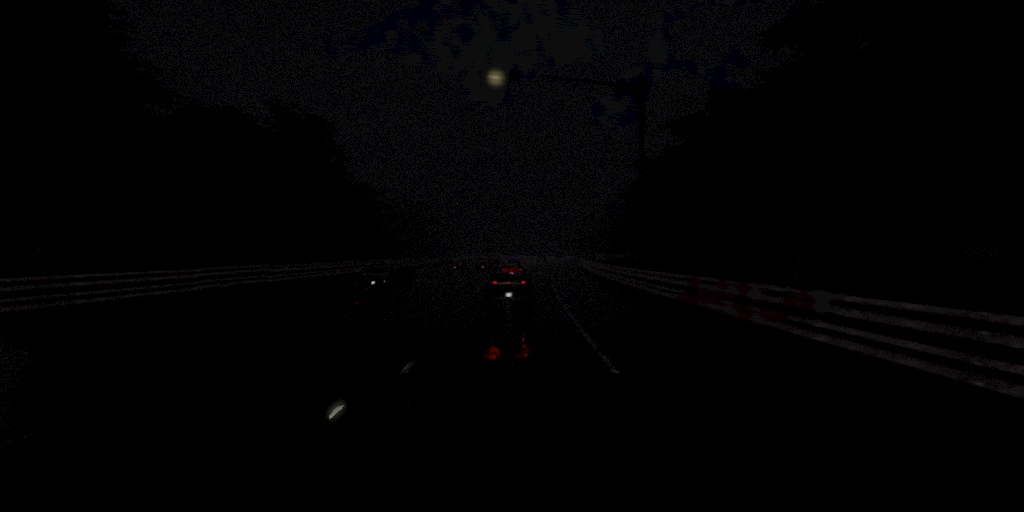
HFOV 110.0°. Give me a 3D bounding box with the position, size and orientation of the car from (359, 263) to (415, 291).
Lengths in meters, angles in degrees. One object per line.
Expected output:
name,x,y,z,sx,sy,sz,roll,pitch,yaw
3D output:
car,-7.013,1.124,20.602,2.128,1.511,4.902,0,0,0

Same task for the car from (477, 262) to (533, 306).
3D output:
car,-0.114,1.177,15.332,2.128,1.511,4.902,0,0,0

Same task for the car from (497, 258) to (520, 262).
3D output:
car,-0.025,1.130,29.084,1.812,1.442,4.674,0,0,1

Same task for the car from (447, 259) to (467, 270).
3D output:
car,-6.788,1.077,45.113,1.895,1.301,4.718,0,0,1

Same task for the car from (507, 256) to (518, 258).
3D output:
car,0.142,1.053,47.057,1.994,1.385,4.181,0,0,1

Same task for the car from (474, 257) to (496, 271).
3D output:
car,-3.298,1.028,42.864,1.812,1.442,4.674,0,0,1
